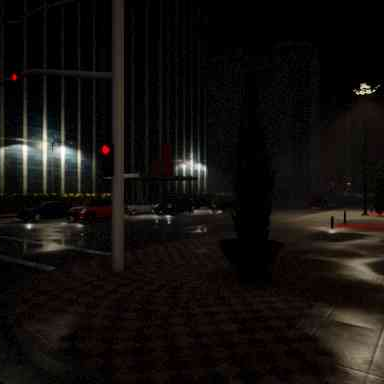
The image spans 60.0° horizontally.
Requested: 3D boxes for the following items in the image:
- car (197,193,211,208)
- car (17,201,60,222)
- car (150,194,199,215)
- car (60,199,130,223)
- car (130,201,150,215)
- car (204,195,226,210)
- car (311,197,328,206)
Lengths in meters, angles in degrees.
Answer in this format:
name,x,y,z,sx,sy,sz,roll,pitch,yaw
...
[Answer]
name,x,y,z,sx,sy,sz,roll,pitch,yaw
car,0.743,1.220,43.776,2.150,2.045,5.566,0,0,35
car,-11.255,1.478,26.586,1.882,1.535,5.008,0,0,35
car,-1.731,1.352,34.126,2.097,1.767,4.553,0,0,35
car,-7.420,1.352,25.965,2.097,1.767,4.553,0,0,35
car,-5.593,1.601,34.712,1.895,1.301,4.718,0,0,35
car,4.108,1.491,42.482,2.128,1.511,4.902,0,0,35
car,20.488,1.505,53.430,1.837,1.490,4.892,0,0,35
